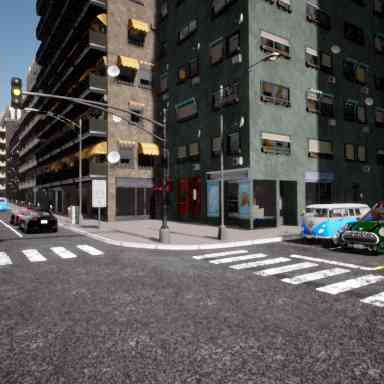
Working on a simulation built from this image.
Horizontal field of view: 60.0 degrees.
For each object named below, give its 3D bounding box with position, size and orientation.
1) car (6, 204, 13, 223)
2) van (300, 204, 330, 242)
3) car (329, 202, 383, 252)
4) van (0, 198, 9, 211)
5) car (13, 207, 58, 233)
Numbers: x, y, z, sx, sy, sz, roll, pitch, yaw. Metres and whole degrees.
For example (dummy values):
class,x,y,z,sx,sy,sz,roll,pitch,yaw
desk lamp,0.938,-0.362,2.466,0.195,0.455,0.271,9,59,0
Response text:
class,x,y,z,sx,sy,sz,roll,pitch,yaw
car,-12.718,1.783,25.321,1.802,1.307,4.206,1,-1,-34
van,6.955,1.466,15.997,3.998,1.788,1.690,0,-1,-34
car,8.046,1.429,13.620,4.553,1.767,2.097,0,-1,-34
van,-25.208,1.641,43.779,1.690,1.788,3.998,1,-1,-34
car,-9.595,1.743,20.708,1.947,1.339,4.313,1,-1,-34
